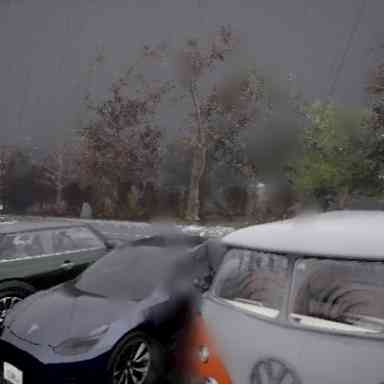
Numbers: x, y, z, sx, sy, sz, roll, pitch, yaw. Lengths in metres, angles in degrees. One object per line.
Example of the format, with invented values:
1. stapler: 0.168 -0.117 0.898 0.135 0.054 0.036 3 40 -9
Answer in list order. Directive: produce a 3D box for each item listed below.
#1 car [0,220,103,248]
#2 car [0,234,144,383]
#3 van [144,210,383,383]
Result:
1. car: -2.755 1.394 7.074 2.185 1.767 4.553 -1 0 36
2. car: -0.496 1.530 5.464 2.163 1.488 4.792 0 0 36
3. van: 1.713 1.258 3.781 1.878 1.987 4.442 0 0 36
